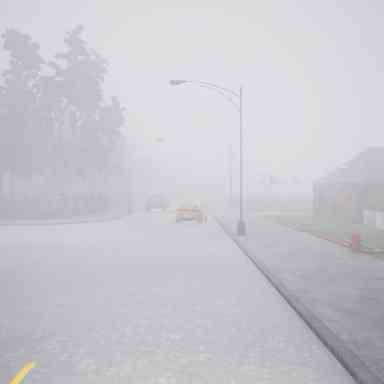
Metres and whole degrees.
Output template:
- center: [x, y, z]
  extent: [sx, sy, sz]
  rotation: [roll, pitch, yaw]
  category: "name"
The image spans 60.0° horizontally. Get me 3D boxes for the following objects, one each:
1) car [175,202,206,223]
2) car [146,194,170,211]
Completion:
- center: [-0.004, 1.478, 25.391]
  extent: [1.882, 1.535, 5.008]
  rotation: [1, 0, 8]
  category: "car"
- center: [-4.227, 1.221, 40.326]
  extent: [2.150, 2.045, 5.566]
  rotation: [0, 0, 0]
  category: "car"
